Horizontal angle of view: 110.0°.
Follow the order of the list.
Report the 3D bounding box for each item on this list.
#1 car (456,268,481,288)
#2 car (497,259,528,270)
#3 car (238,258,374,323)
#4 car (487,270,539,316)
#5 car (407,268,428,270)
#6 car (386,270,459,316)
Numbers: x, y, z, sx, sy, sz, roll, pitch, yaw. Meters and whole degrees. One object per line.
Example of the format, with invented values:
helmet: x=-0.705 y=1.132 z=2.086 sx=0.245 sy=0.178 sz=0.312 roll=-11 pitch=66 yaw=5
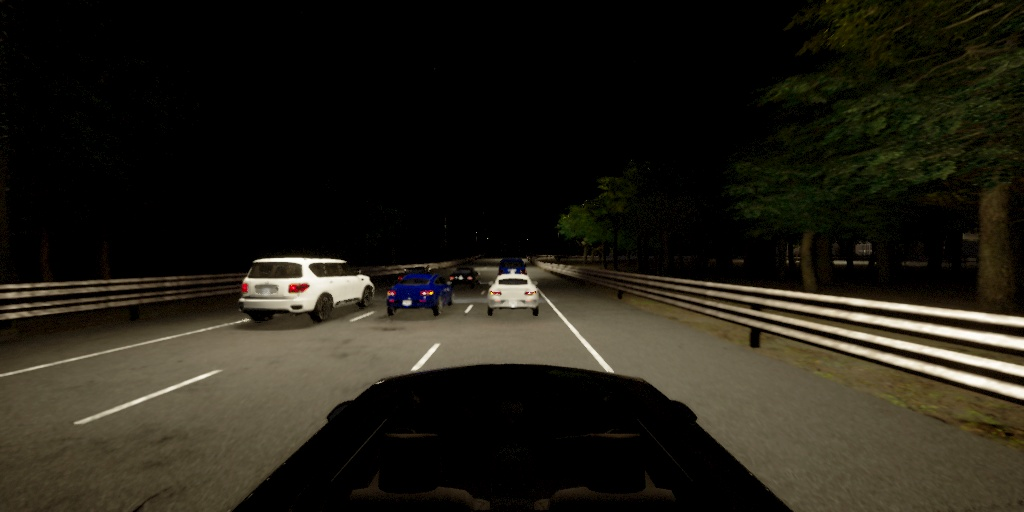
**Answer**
car: x=-3.477 y=1.573 z=26.912 sx=2.033 sy=1.411 sz=5.357 roll=0 pitch=-1 yaw=1
car: x=0.035 y=1.258 z=27.928 sx=2.150 sy=2.045 sz=5.566 roll=0 pitch=0 yaw=1
car: x=-6.964 y=1.105 z=12.891 sx=2.150 sy=2.045 sz=5.566 roll=0 pitch=0 yaw=1
car: x=0.048 y=1.421 z=14.067 sx=1.812 sy=1.442 sz=4.674 roll=0 pitch=-1 yaw=0
car: x=-6.977 y=1.573 z=26.905 sx=2.033 sy=1.411 sz=5.357 roll=0 pitch=-1 yaw=1
car: x=-3.454 y=1.421 z=14.056 sx=1.812 sy=1.442 sz=4.674 roll=0 pitch=-1 yaw=0
